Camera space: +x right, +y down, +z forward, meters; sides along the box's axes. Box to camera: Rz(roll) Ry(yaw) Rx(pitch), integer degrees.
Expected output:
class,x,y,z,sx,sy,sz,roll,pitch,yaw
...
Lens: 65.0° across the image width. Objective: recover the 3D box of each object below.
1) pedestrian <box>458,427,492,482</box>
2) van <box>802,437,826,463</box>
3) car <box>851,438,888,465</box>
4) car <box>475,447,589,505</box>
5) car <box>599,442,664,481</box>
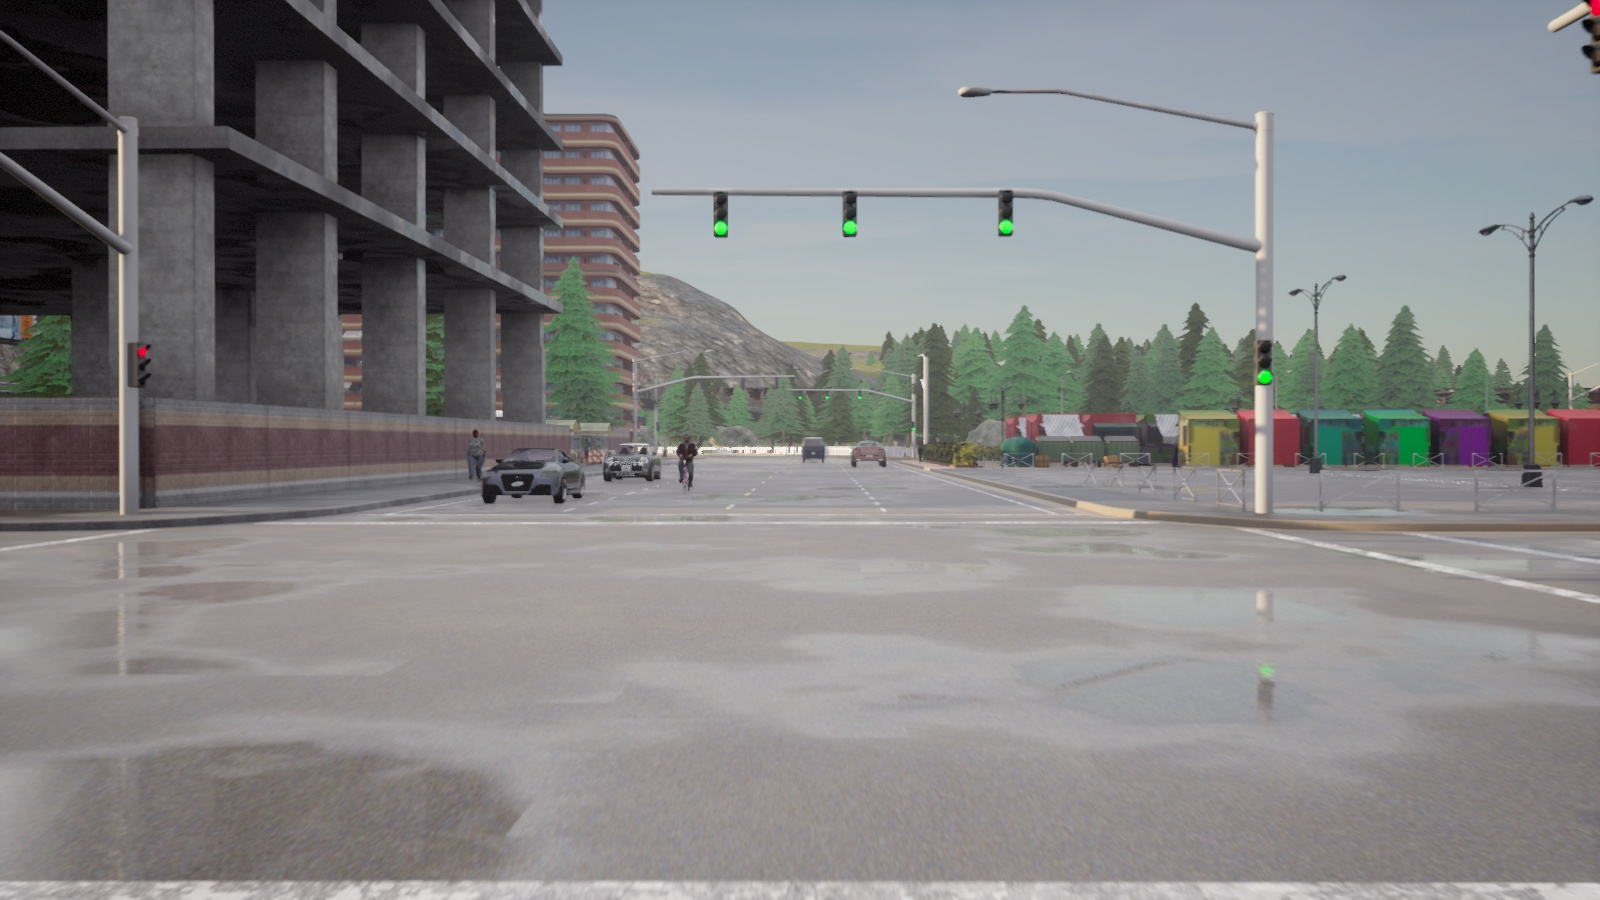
class,x,y,z,sx,sy,sz,roll,pitch,yaw
pedestrian,-11.175,0.146,43.199,0.874,1.855,0.900,0,0,8
van,1.082,-0.005,96.802,1.775,1.987,4.442,0,0,1
car,4.338,0.080,79.430,2.152,1.651,5.027,0,0,1
car,-6.828,0.624,32.402,1.994,1.385,4.181,0,0,1
car,-6.586,0.429,49.418,1.970,1.475,3.806,0,0,1
